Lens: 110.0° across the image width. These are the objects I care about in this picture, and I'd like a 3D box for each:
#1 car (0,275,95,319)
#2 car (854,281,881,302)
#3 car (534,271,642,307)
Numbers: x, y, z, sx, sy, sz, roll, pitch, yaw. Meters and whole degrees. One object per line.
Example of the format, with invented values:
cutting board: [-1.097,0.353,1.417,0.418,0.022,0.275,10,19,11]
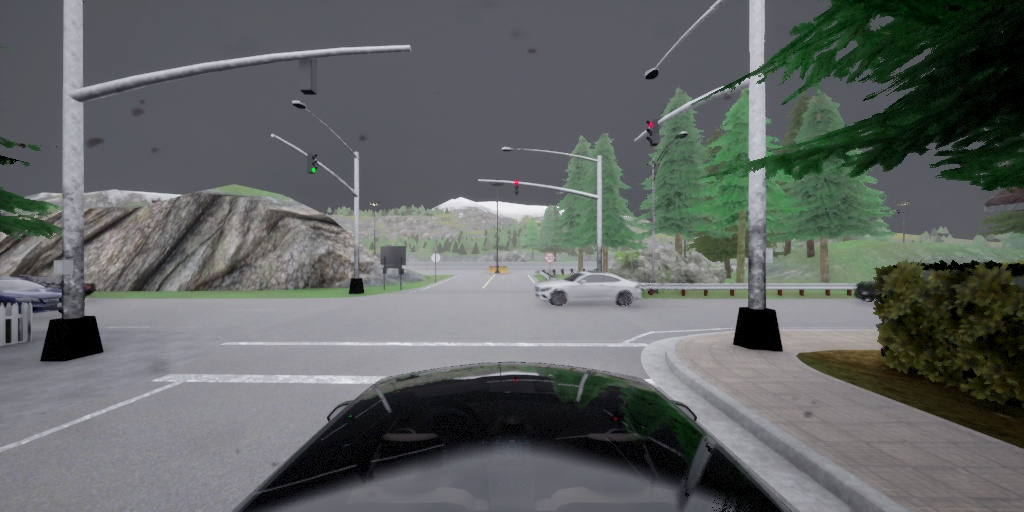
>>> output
car: [-18.276,1.466,12.714,4.674,1.442,1.812,0,0,0]
car: [18.472,1.418,16.208,5.008,1.535,1.882,0,0,0]
car: [3.305,1.390,15.692,4.674,1.442,1.812,2,0,-9]
